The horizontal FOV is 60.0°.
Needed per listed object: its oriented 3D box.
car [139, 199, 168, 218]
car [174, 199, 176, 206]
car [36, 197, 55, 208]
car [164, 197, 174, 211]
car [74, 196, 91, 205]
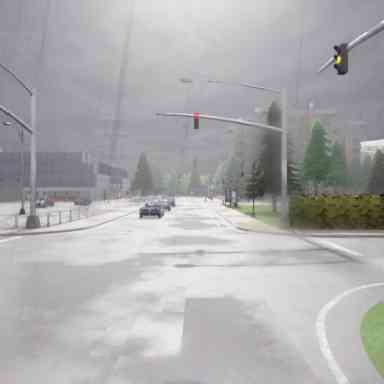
[{"bbox_3d":[-3.582,1.601,30.241,1.895,1.301,4.718,0,0,0],"label":"car"},{"bbox_3d":[-3.521,1.478,50.720,1.882,1.535,5.008,0,0,0],"label":"car"},{"bbox_3d":[-20.482,1.384,45.617,1.970,1.475,3.806,0,0,0],"label":"car"},{"bbox_3d":[-3.568,1.564,40.237,1.994,1.385,4.181,0,0,0],"label":"car"},{"bbox_3d":[-17.424,1.374,53.006,1.845,1.501,3.633,0,0,0],"label":"car"}]
